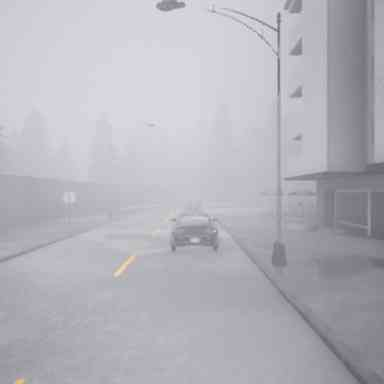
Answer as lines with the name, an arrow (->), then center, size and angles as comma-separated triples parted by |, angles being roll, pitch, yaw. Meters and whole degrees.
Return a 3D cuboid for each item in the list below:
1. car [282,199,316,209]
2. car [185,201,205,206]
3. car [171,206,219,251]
car -> 14.894, 1.659, 45.571 | 4.718, 1.301, 1.895 | 0, 0, 0
car -> 0.219, 1.588, 31.785 | 2.033, 1.411, 5.357 | 0, 0, 3
car -> 0.103, 1.544, 14.058 | 1.812, 1.442, 4.674 | 0, 0, 0
